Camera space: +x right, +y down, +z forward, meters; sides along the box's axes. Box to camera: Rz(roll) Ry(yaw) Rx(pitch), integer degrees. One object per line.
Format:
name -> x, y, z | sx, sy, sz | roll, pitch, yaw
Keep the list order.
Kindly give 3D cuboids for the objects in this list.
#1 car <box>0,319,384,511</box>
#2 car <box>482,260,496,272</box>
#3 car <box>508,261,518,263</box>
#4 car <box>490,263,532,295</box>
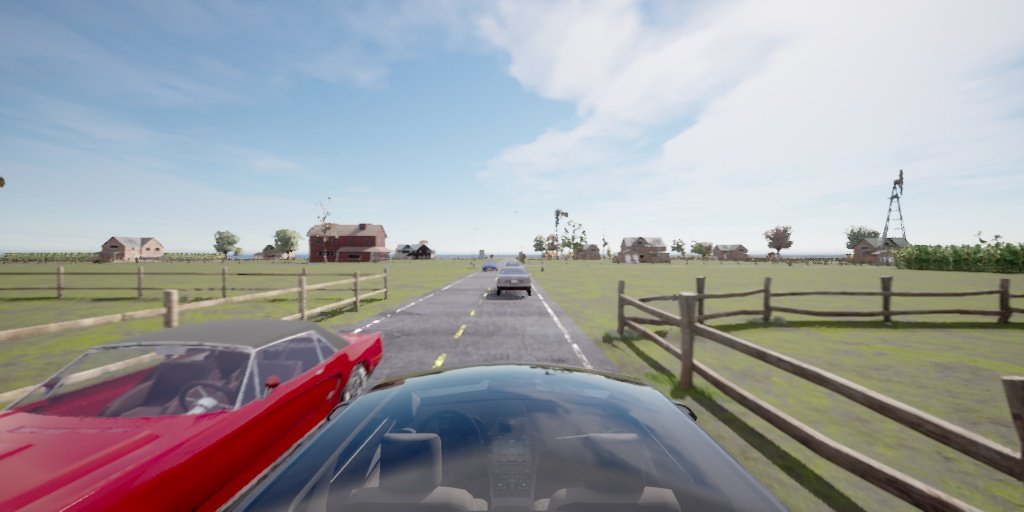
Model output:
car -> -2.846, 1.351, 3.133 | 1.895, 1.301, 4.718 | 0, 0, 0
car -> -2.801, 1.254, 46.649 | 1.812, 1.442, 4.674 | 0, 0, 0
car -> 0.121, 1.295, 41.028 | 1.994, 1.385, 4.181 | 0, 0, 0
car -> 0.110, 1.290, 19.897 | 2.033, 1.411, 5.357 | 0, 0, 0
